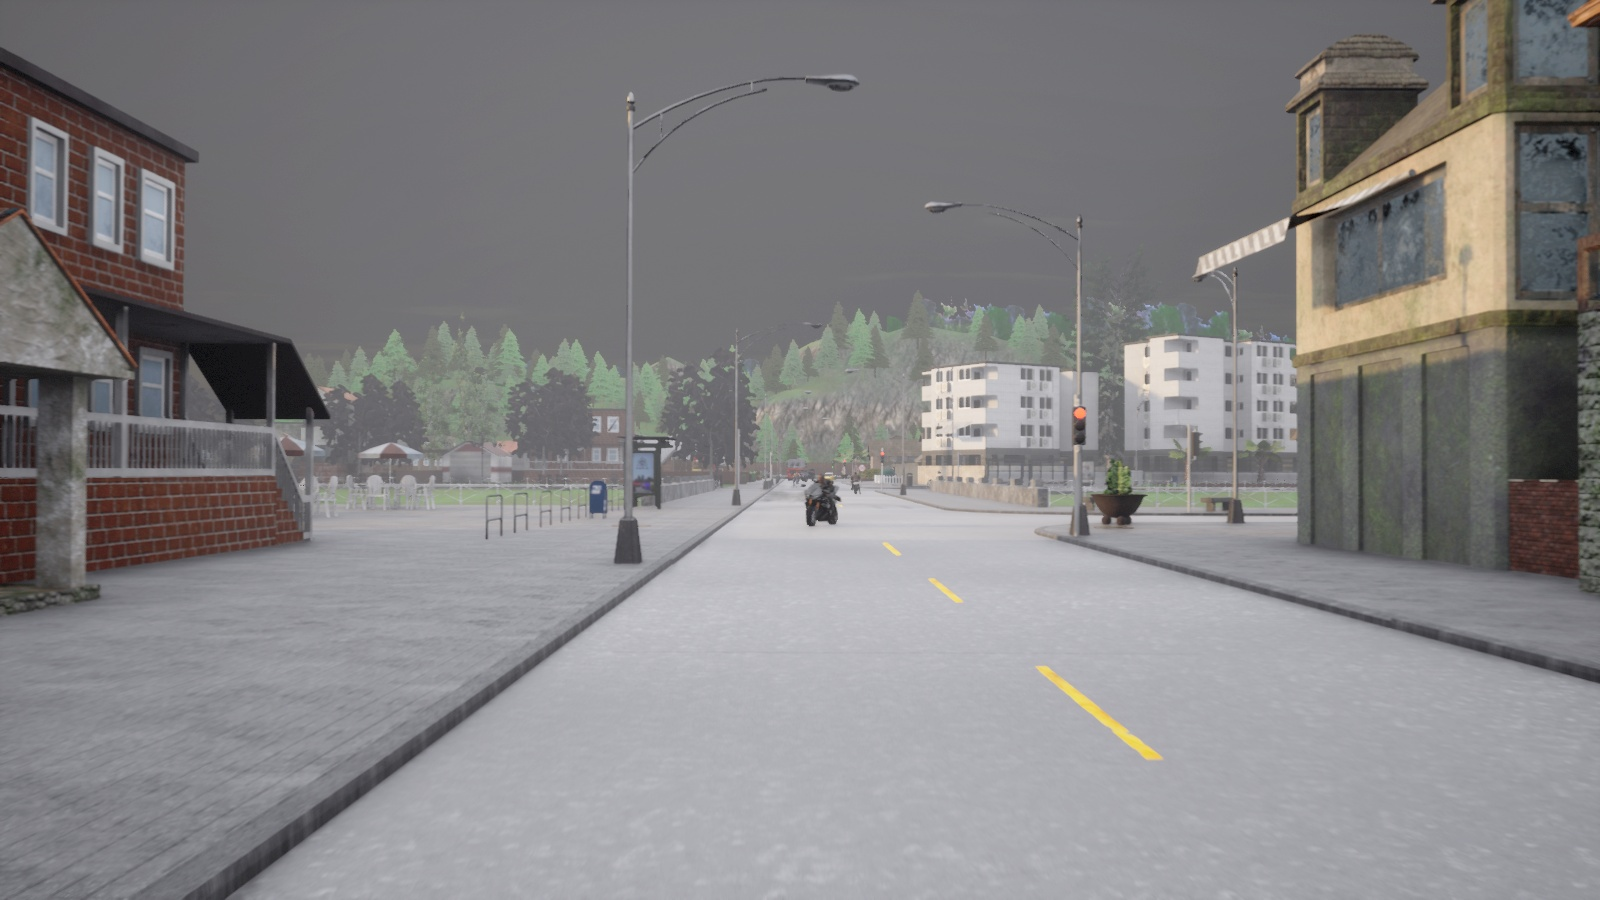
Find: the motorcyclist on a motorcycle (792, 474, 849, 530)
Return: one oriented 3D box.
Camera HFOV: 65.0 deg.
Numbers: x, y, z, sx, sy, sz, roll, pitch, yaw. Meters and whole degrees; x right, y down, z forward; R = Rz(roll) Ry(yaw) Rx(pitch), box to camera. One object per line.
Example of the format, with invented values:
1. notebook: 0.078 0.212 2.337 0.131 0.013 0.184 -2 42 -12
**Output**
1. motorcyclist on a motorcycle: 0.603 1.449 35.964 0.866 1.530 2.191 0 -1 22
